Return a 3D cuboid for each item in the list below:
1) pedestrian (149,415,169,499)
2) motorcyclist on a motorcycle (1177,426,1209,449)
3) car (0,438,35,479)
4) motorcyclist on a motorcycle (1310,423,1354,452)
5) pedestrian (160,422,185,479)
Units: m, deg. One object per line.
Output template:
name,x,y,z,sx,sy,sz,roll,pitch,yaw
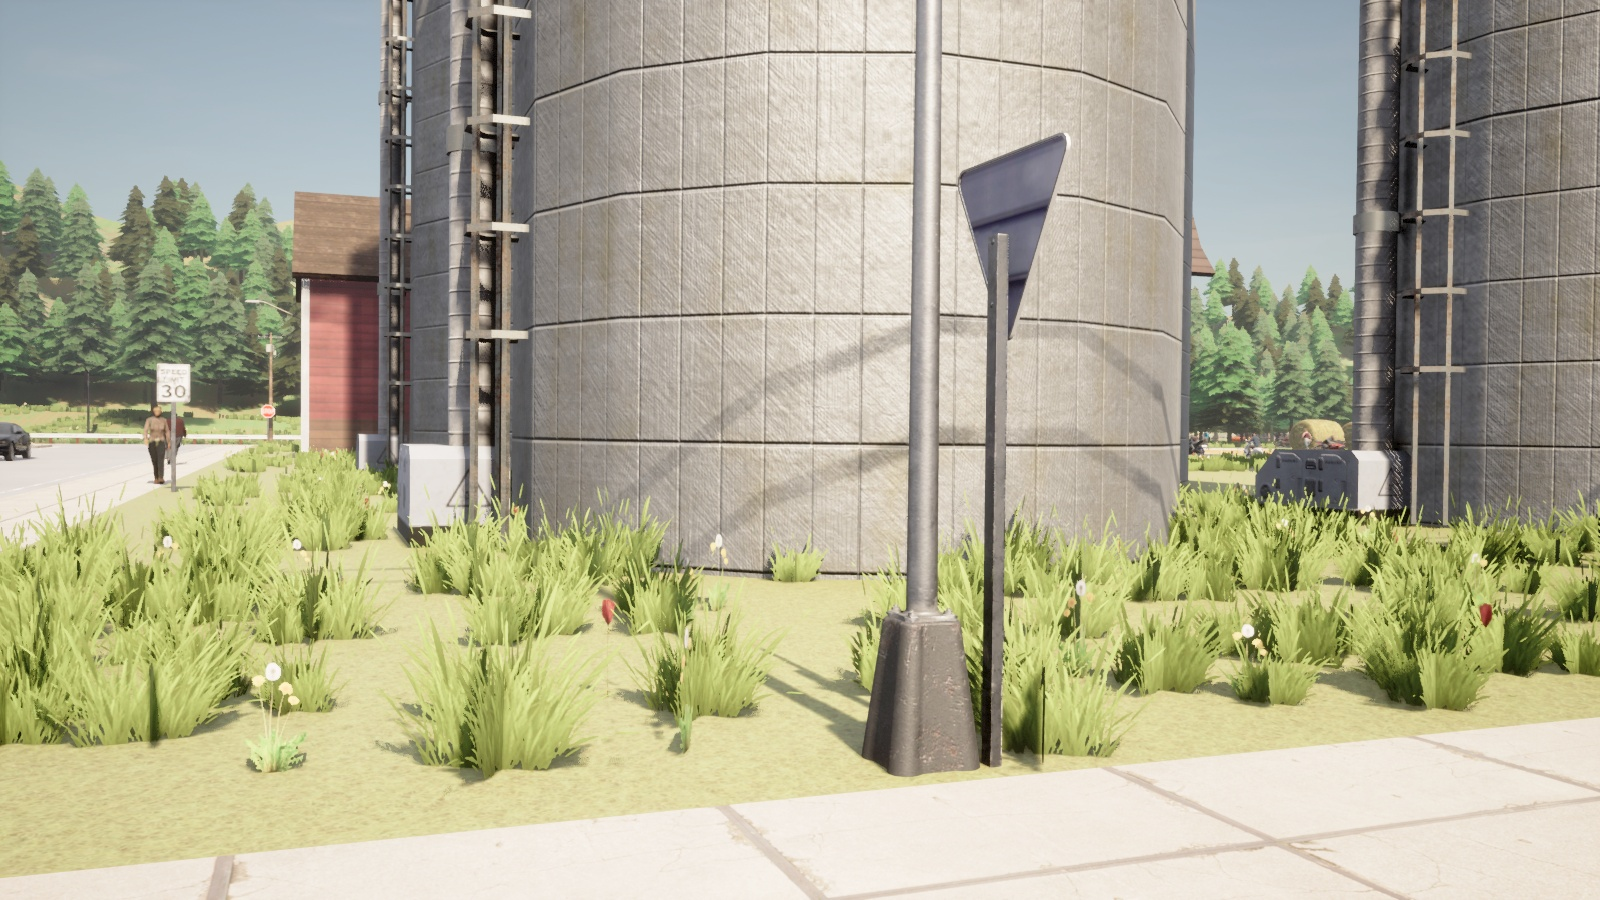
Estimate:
pedestrian,-14.280,0.152,27.976,0.331,1.846,0.634,-1,1,-29
motorcyclist on a motorcycle,26.161,-0.836,83.590,0.866,1.530,2.191,-1,1,-22
car,-31.676,0.315,49.355,1.882,1.535,5.008,-1,1,-22
motorcyclist on a motorcycle,28.689,-0.664,67.778,0.866,1.530,2.191,-1,1,-22
pedestrian,-20.752,0.002,41.547,0.634,1.844,0.899,-1,1,-20
